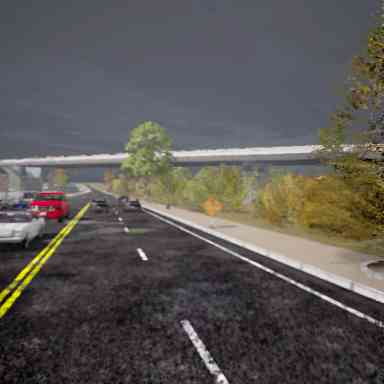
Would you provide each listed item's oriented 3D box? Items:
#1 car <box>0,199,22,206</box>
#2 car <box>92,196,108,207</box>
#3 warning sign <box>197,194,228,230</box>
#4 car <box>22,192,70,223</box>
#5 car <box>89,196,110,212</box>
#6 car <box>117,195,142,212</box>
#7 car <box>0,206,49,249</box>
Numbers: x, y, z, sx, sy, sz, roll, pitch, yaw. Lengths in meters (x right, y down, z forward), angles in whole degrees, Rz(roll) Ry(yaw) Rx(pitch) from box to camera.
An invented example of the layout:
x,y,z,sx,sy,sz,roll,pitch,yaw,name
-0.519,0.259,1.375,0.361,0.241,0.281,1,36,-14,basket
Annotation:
x,y,z,sx,sy,sz,roll,pitch,yaw,name
-12.827,1.259,21.271,2.128,1.511,4.902,1,0,-15,car
-12.586,1.263,45.633,2.033,1.411,5.357,1,0,-15,car
1.121,1.076,18.395,1.300,1.860,1.060,3,1,-15,warning sign
-10.139,1.018,23.878,2.150,2.045,5.566,1,0,-14,car
-9.555,1.270,34.382,2.128,1.511,4.902,1,0,-15,car
-6.475,1.308,35.443,2.128,1.511,4.902,1,0,-15,car
-7.423,1.461,13.697,1.895,1.301,4.718,1,0,-15,car
